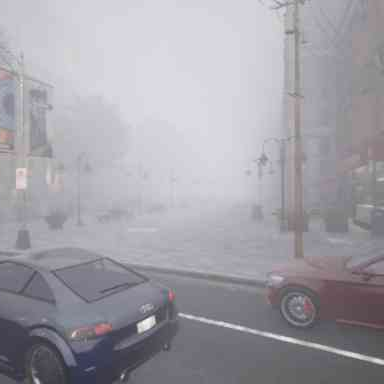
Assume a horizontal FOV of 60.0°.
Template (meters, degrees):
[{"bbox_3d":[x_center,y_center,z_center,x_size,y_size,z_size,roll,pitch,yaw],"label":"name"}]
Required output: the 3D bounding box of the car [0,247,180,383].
[{"bbox_3d":[-2.272,1.570,5.014,4.181,1.385,1.994,0,0,31],"label":"car"}]

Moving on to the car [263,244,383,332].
[{"bbox_3d":[3.469,1.471,5.194,4.674,1.452,2.002,0,0,34],"label":"car"}]
